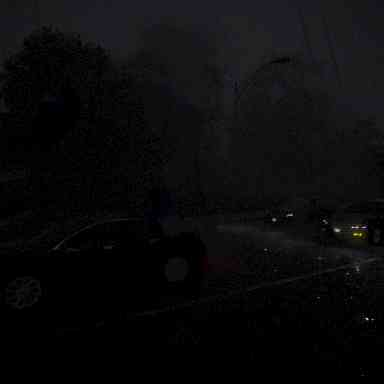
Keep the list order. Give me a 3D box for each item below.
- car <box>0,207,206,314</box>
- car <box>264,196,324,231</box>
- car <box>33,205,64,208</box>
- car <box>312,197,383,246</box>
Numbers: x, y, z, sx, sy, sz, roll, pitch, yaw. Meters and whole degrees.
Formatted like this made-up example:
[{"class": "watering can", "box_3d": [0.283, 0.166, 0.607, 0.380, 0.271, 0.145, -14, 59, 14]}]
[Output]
[{"class": "car", "box_3d": [-1.968, 1.188, 6.892, 4.892, 1.490, 1.837, 0, 3, -34]}, {"class": "car", "box_3d": [5.630, 0.929, 16.315, 4.674, 1.442, 1.812, -1, 3, -34]}, {"class": "car", "box_3d": [-4.267, 1.094, 9.558, 4.181, 1.385, 1.994, 0, 3, -34]}, {"class": "car", "box_3d": [7.143, 1.074, 13.113, 4.892, 1.490, 1.837, -1, 3, -34]}]
